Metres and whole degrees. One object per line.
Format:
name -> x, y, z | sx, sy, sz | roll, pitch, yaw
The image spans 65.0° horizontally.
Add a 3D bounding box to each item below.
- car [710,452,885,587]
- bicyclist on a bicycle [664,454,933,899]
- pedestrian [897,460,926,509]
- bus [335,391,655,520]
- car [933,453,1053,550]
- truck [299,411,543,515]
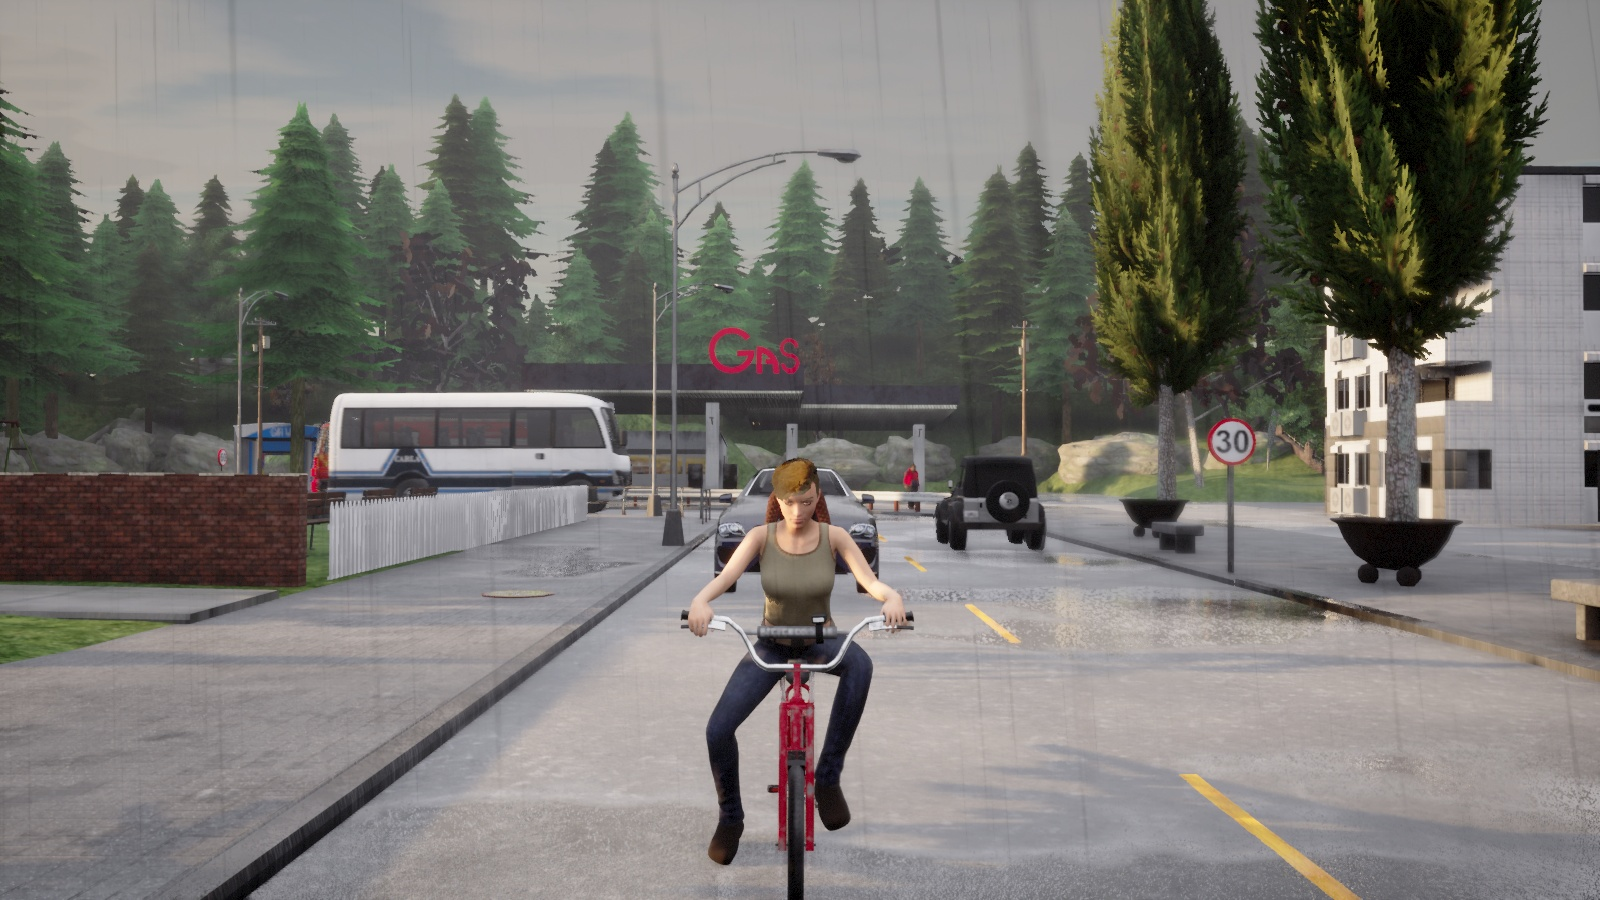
car -> -0.038, 0.894, 17.964 | 2.152, 1.651, 5.027 | 0, -1, 0
bicyclist on a bicycle -> -0.004, 0.832, 4.834 | 0.866, 1.612, 1.509 | 0, -1, 0
pedestrian -> 4.239, 1.305, 47.616 | 0.634, 1.844, 0.899 | 1, -1, -37
bus -> -10.450, 0.218, 44.043 | 10.273, 4.253, 3.944 | -1, -1, 0
car -> 3.946, 1.035, 26.267 | 1.905, 1.878, 3.866 | 0, -1, 0
truck -> -14.369, 0.513, 48.092 | 8.468, 3.827, 2.891 | 0, -1, 1
